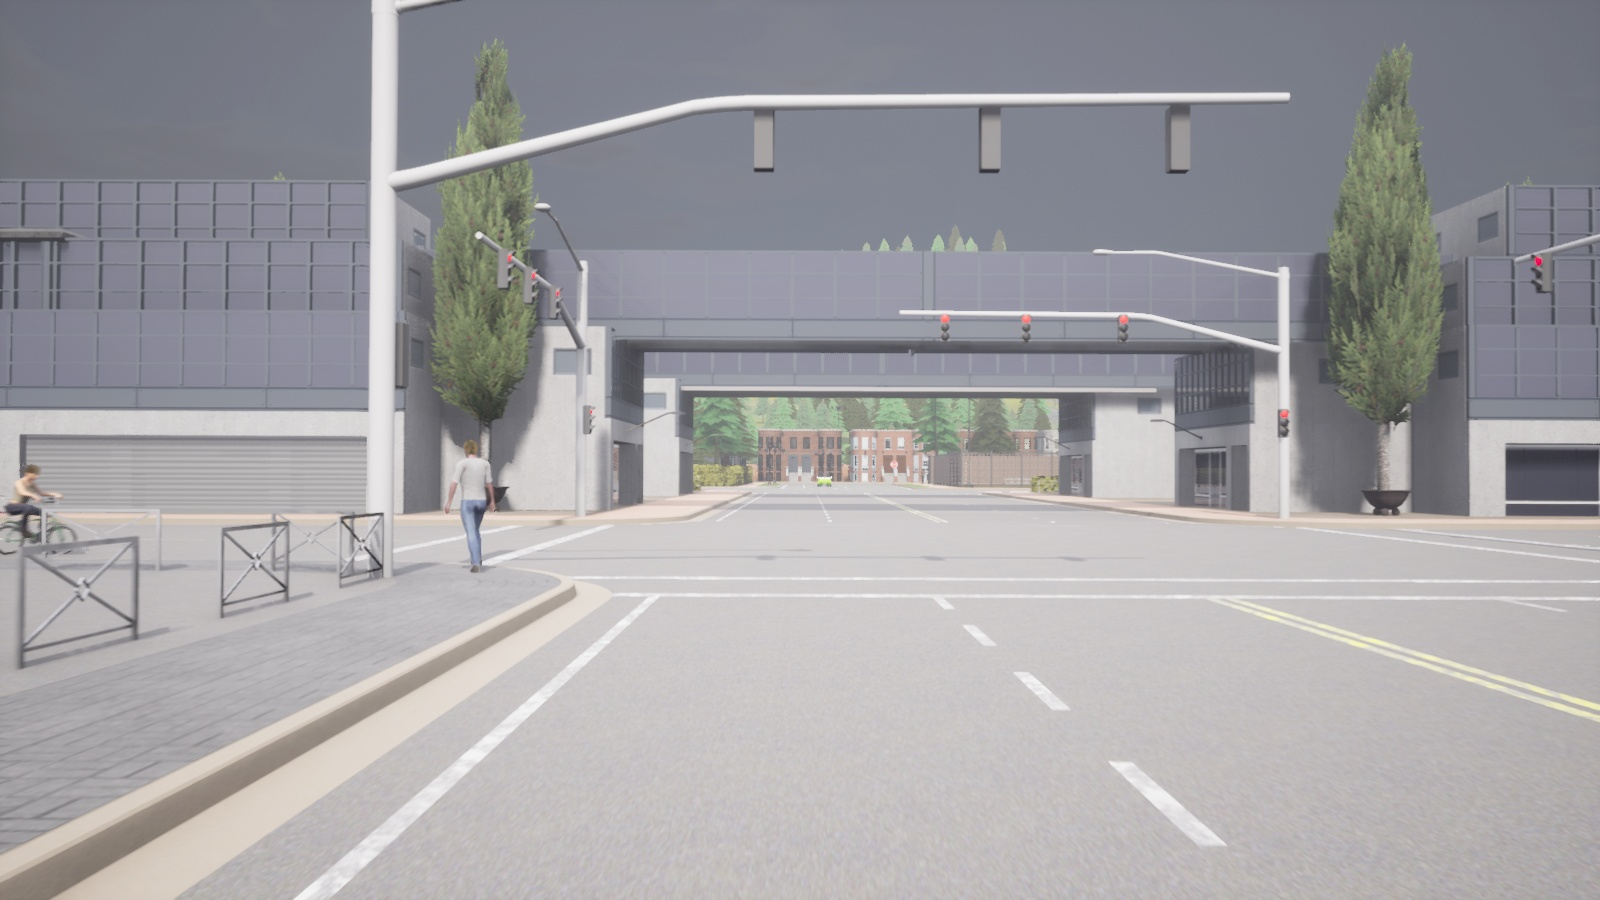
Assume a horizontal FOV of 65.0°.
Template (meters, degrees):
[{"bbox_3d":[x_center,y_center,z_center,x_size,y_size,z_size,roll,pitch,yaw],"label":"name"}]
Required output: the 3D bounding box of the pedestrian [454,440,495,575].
[{"bbox_3d":[-4.512,0.783,17.407,0.354,1.836,0.706,0,-1,-33],"label":"pedestrian"}]

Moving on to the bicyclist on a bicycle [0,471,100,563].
[{"bbox_3d":[-13.505,1.181,22.428,1.509,1.612,0.866,0,-1,1],"label":"bicyclist on a bicycle"}]
